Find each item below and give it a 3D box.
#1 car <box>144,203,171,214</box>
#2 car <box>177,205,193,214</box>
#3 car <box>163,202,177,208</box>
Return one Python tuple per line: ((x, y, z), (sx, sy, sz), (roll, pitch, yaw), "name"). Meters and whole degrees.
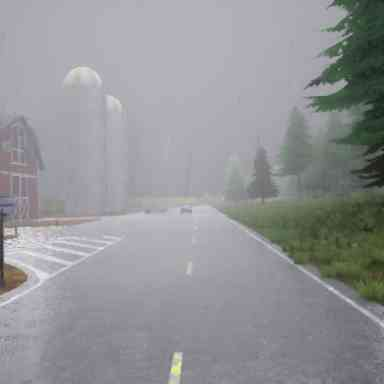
((-6.260, 3.099, 58.468), (4.181, 1.381, 1.994), (-2, -1, 1), "car")
((-0.879, 2.800, 53.961), (1.812, 1.442, 4.674), (-2, -1, 1), "car")
((-5.968, 3.773, 91.472), (3.988, 1.617, 1.851), (-2, -1, 1), "car")
